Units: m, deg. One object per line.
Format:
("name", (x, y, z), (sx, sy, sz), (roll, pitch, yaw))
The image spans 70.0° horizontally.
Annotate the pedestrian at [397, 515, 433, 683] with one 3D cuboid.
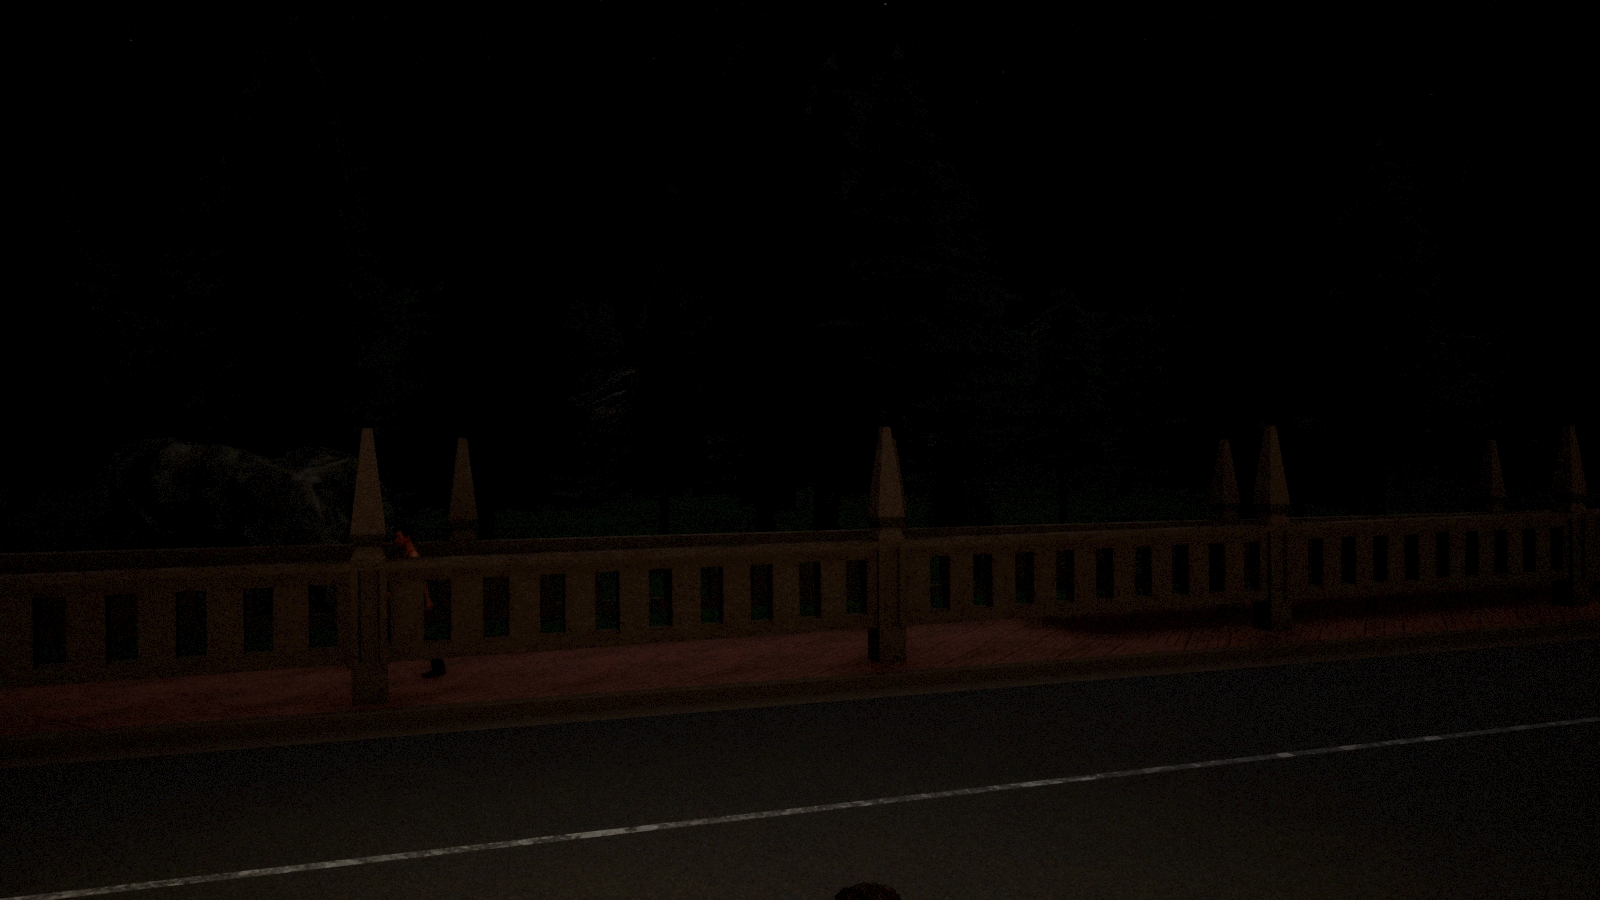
("pedestrian", (-4.412, 1.694, 13.083), (0.375, 1.860, 0.375), (0, 0, -20))
